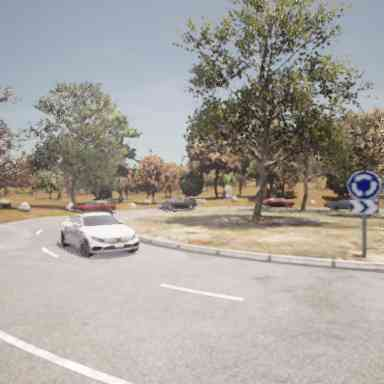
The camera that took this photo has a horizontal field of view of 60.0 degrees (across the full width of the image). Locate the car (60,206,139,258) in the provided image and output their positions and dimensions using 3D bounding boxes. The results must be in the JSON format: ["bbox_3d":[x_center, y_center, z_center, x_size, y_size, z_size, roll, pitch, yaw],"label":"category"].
[{"bbox_3d":[-3.788,1.507,12.959,1.812,1.442,4.674,-1,0,-36],"label":"car"}]

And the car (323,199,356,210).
[{"bbox_3d":[18.841,1.536,40.247,5.357,1.411,2.033,1,0,30],"label":"car"}]

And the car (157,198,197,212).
[{"bbox_3d":[-1.657,1.411,37.890,4.902,1.511,2.128,-1,0,-39],"label":"car"}]

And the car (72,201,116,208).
[{"bbox_3d":[-9.496,1.554,32.322,1.895,1.301,4.718,0,0,23],"label":"car"}]

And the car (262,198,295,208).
[{"bbox_3d":[11.459,1.499,45.559,4.718,1.301,1.895,1,0,4],"label":"car"}]
